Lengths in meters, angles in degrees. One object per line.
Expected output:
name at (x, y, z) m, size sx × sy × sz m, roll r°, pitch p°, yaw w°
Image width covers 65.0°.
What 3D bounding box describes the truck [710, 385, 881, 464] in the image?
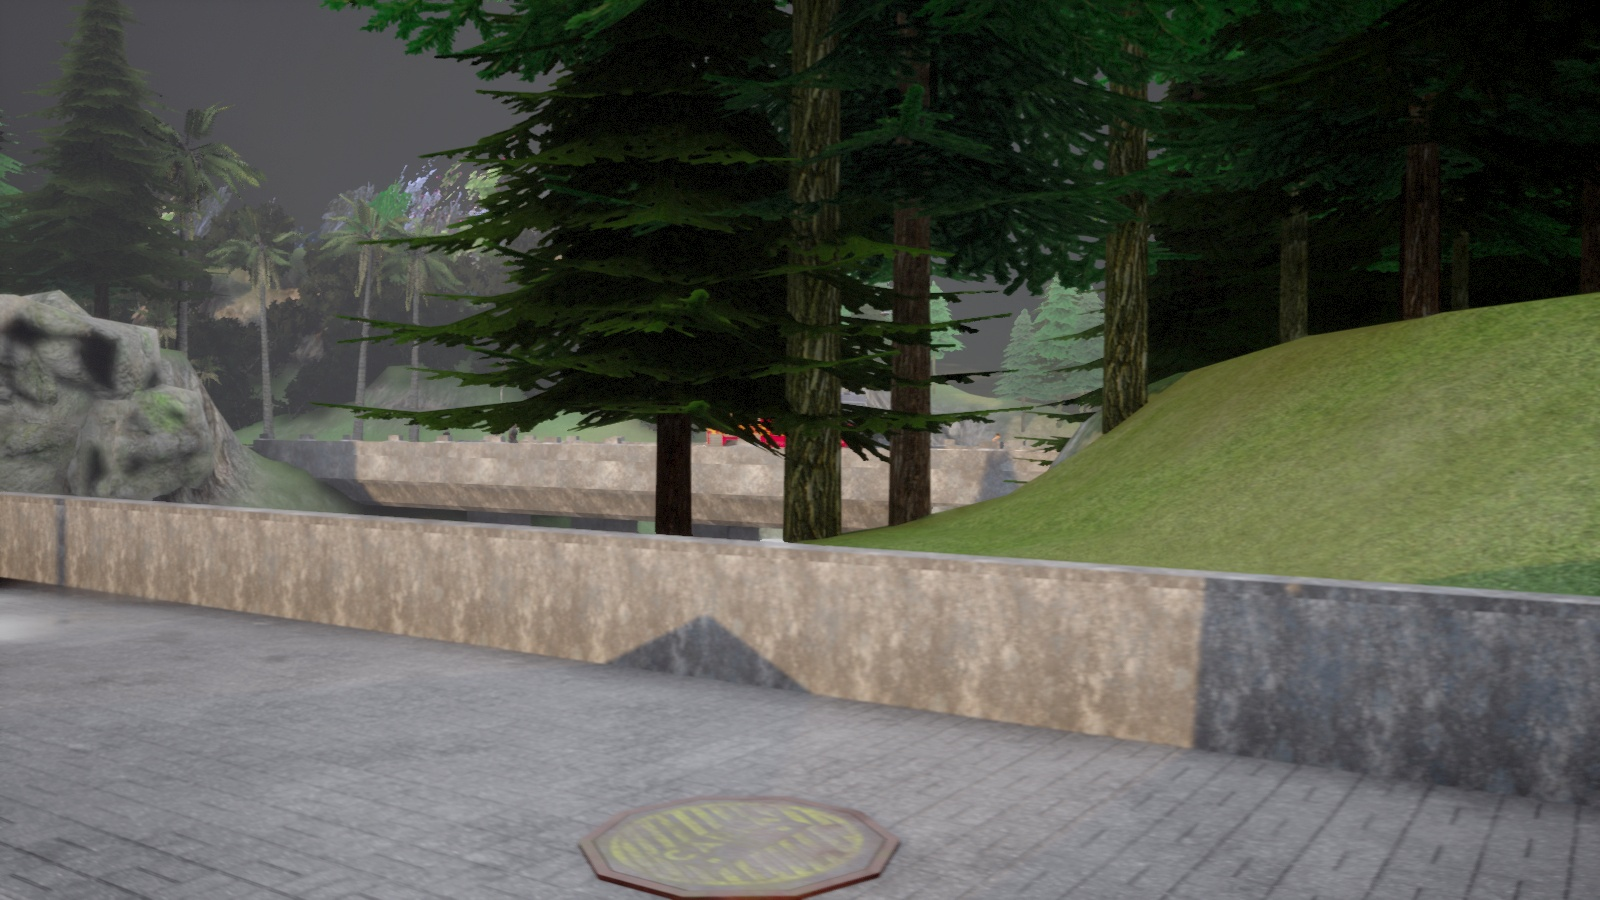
truck at (-0.322, -1.242, 63.856) m, size 8.468 × 3.827 × 2.891 m, roll 0°, pitch 1°, yaw 34°
